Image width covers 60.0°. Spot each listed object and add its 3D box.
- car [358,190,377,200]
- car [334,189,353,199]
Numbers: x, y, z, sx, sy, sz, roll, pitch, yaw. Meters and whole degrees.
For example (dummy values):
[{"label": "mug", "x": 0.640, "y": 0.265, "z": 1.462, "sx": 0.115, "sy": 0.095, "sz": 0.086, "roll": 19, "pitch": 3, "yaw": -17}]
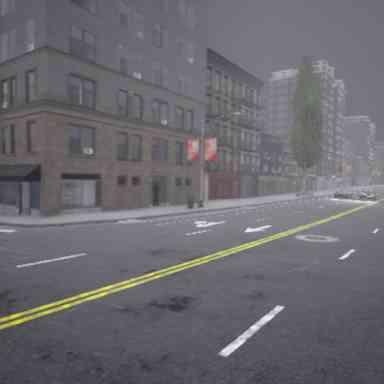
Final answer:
[{"label": "car", "x": 25.292, "y": 0.445, "z": 47.845, "sx": 1.895, "sy": 1.301, "sz": 4.718, "roll": 2, "pitch": 3, "yaw": 35}, {"label": "car", "x": 22.658, "y": 0.303, "z": 49.744, "sx": 1.994, "sy": 1.385, "sz": 4.181, "roll": 2, "pitch": 3, "yaw": 35}]
